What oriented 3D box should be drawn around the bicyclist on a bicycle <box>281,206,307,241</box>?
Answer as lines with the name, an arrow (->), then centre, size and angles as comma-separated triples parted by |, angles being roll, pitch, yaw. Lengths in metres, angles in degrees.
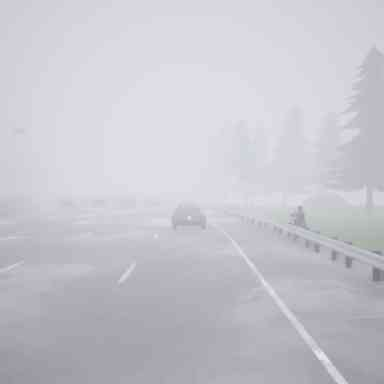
bicyclist on a bicycle -> 4.603, 1.286, 14.730 | 0.582, 1.656, 1.620 | -12, -37, -22

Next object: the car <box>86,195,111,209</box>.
car -> -11.569, 1.175, 40.912 | 1.882, 1.535, 5.008 | 0, 0, -22

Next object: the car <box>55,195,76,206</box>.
car -> -18.760, 1.168, 49.114 | 2.033, 1.411, 5.357 | 0, 0, -29

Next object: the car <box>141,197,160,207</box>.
car -> -5.851, 1.287, 45.547 | 1.895, 1.301, 4.718 | 0, 0, -22

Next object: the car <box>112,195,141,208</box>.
car -> -8.410, 1.189, 42.477 | 2.128, 1.511, 4.902 | 0, 0, -22

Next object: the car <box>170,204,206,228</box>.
car -> -0.321, 1.428, 20.821 | 1.994, 1.385, 4.181 | 0, 0, -5

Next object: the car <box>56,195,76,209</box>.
car -> -14.659, 1.246, 39.187 | 2.033, 1.411, 5.357 | 0, 0, -22

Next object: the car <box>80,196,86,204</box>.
car -> -15.729, 1.220, 50.852 | 1.895, 1.301, 4.718 | 0, 0, -29
